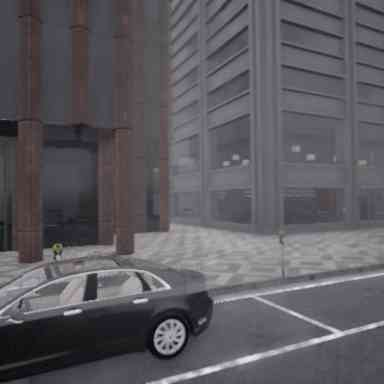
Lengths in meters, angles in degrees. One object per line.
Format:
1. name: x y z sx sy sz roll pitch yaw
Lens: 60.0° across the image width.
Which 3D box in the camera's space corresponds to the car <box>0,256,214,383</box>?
1. car: -1.788 1.691 4.845 4.403 1.369 2.008 0 -2 -26
